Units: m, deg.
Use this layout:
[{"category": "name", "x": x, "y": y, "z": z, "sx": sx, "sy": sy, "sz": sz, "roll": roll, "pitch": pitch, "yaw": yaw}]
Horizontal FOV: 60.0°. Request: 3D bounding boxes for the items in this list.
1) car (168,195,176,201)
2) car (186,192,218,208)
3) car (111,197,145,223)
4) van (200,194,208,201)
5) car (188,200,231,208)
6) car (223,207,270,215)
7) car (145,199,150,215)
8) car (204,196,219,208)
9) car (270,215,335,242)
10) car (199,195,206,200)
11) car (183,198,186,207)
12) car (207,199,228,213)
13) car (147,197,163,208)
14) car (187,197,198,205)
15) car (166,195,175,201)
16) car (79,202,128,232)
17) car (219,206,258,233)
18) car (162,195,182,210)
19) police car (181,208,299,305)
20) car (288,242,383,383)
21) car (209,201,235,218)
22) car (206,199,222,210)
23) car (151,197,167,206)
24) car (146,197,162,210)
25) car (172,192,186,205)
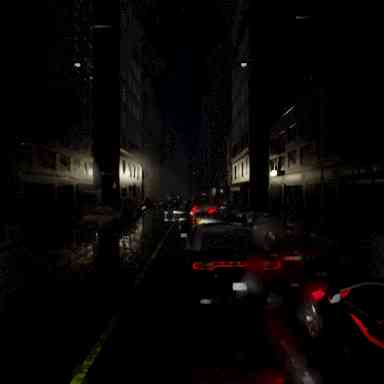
[{"category": "car", "x": -5.166, "y": 1.513, "z": 85.954, "sx": 1.887, "sy": 1.381, "sz": 4.507, "roll": 0, "pitch": 0, "yaw": 0}, {"category": "car", "x": 0.887, "y": 1.215, "z": 24.243, "sx": 2.150, "sy": 2.045, "sz": 5.566, "roll": 0, "pitch": 0, "yaw": 0}, {"category": "car", "x": -5.323, "y": 1.305, "z": 25.599, "sx": 2.192, "sy": 1.841, "sz": 5.009, "roll": 0, "pitch": 0, "yaw": 0}, {"category": "van", "x": 2.844, "y": 1.312, "z": 80.261, "sx": 1.690, "sy": 1.788, "sz": 3.998, "roll": 0, "pitch": 0, "yaw": 0}, {"category": "car", "x": 0.855, "y": 1.449, "z": 18.406, "sx": 1.801, "sy": 1.575, "sz": 5.366, "roll": 0, "pitch": 0, "yaw": 0}, {"category": "car", "x": 2.674, "y": 1.545, "z": 14.547, "sx": 2.008, "sy": 1.369, "sz": 4.403, "roll": 0, "pitch": 0, "yaw": 0}, {"category": "car", "x": -5.308, "y": 1.570, "z": 31.118, "sx": 1.802, "sy": 1.307, "sz": 4.206, "roll": 0, "pitch": 0, "yaw": 0}, {"category": "car", "x": 2.760, "y": 1.423, "z": 47.661, "sx": 1.967, "sy": 1.590, "sz": 4.097, "roll": 0, "pitch": 0, "yaw": 0}, {"category": "car", "x": 2.660, "y": 1.540, "z": 9.028, "sx": 1.887, "sy": 1.381, "sz": 4.507, "roll": 0, "pitch": 0, "yaw": 0}, {"category": "car", "x": 2.874, "y": 1.548, "z": 91.623, "sx": 1.802, "sy": 1.307, "sz": 4.206, "roll": 0, "pitch": 0, "yaw": 0}, {"category": "car", "x": 0.124, "y": 1.548, "z": 45.520, "sx": 1.994, "sy": 1.385, "sz": 4.181, "roll": 0, "pitch": 0, "yaw": 1}, {"category": "car", "x": 2.731, "y": 1.537, "z": 36.623, "sx": 2.008, "sy": 1.369, "sz": 4.403, "roll": 0, "pitch": 0, "yaw": 0}, {"category": "car", "x": -5.266, "y": 1.509, "z": 47.503, "sx": 1.752, "sy": 1.417, "sz": 4.829, "roll": 0, "pitch": 0, "yaw": 0}, {"category": "car", "x": 0.152, "y": 1.580, "z": 58.945, "sx": 1.895, "sy": 1.301, "sz": 4.718, "roll": 0, "pitch": 0, "yaw": 0}, {"category": "car", "x": -5.181, "y": 1.522, "z": 80.273, "sx": 2.008, "sy": 1.369, "sz": 4.403, "roll": 0, "pitch": 0, "yaw": 0}, {"category": "car", "x": -5.333, "y": 1.517, "z": 19.913, "sx": 1.752, "sy": 1.417, "sz": 4.829, "roll": 0, "pitch": 0, "yaw": 0}, {"category": "car", "x": 2.688, "y": 1.574, "z": 20.066, "sx": 1.802, "sy": 1.307, "sz": 4.206, "roll": 0, "pitch": 0, "yaw": 0}, {"category": "car", "x": -2.730, "y": 1.476, "z": 42.993, "sx": 2.128, "sy": 1.511, "sz": 4.902, "roll": 0, "pitch": 0, "yaw": 0}, {"category": "police car", "x": 0.747, "y": 1.421, "z": 8.299, "sx": 1.930, "sy": 1.638, "sz": 5.238, "roll": 0, "pitch": 0, "yaw": -2}, {"category": "car", "x": 2.645, "y": 1.564, "z": 3.509, "sx": 1.947, "sy": 1.339, "sz": 4.313, "roll": 0, "pitch": 0, "yaw": 0}, {"category": "car", "x": 2.717, "y": 1.539, "z": 31.104, "sx": 2.008, "sy": 1.369, "sz": 4.403, "roll": 0, "pitch": 0, "yaw": 0}, {"category": "car", "x": 2.745, "y": 1.567, "z": 42.142, "sx": 1.802, "sy": 1.307, "sz": 4.206, "roll": 0, "pitch": 0, "yaw": 0}, {"category": "car", "x": -5.251, "y": 1.532, "z": 53.191, "sx": 2.008, "sy": 1.369, "sz": 4.403, "roll": 0, "pitch": 0, "yaw": 0}, {"category": "car", "x": -5.280, "y": 1.425, "z": 42.155, "sx": 1.967, "sy": 1.590, "sz": 4.097, "roll": 0, "pitch": 0, "yaw": 0}, {"category": "car", "x": -2.600, "y": 1.199, "z": 58.193, "sx": 2.150, "sy": 2.045, "sz": 5.566, "roll": 0, "pitch": 0, "yaw": 0}]
